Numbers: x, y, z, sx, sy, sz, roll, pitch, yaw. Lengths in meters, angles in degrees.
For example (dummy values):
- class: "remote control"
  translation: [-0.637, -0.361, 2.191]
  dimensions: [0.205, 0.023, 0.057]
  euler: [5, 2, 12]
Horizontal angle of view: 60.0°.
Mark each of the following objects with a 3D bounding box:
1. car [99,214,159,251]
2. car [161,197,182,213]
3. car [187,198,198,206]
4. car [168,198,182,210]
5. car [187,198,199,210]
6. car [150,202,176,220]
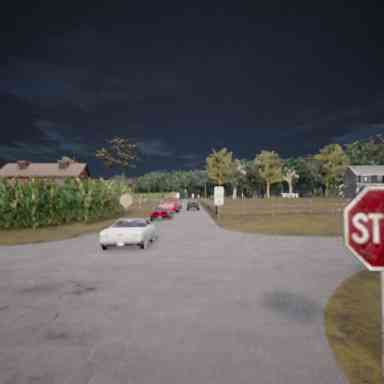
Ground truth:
- class: "car"
  translation: [-2.865, 1.894, 15.551]
  dimensions: [1.895, 1.301, 4.718]
  euler: [-2, -3, 0]
- class: "car"
  translation: [-2.781, 1.672, 43.338]
  dimensions: [2.150, 2.045, 5.566]
  euler: [0, -1, 1]
- class: "car"
  translation: [0.112, 2.088, 70.498]
  dimensions: [2.097, 1.767, 4.553]
  euler: [0, -1, 0]
- class: "car"
  translation: [-2.717, 1.922, 54.845]
  dimensions: [2.097, 1.767, 4.553]
  euler: [0, -1, 1]
- class: "car"
  translation: [0.167, 2.045, 51.926]
  dimensions: [1.837, 1.490, 4.892]
  euler: [0, -1, 0]
- class: "car"
  translation: [-2.810, 1.931, 31.477]
  dimensions: [1.895, 1.301, 4.718]
  euler: [0, -1, 0]
